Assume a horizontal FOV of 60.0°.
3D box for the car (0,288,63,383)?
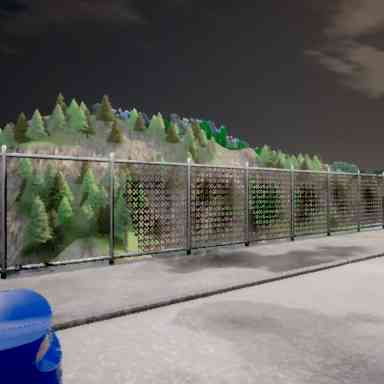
[{"bbox_3d":[-3.507,1.477,2.118,5.008,1.535,1.882,0,0,-35],"label":"car"}]
